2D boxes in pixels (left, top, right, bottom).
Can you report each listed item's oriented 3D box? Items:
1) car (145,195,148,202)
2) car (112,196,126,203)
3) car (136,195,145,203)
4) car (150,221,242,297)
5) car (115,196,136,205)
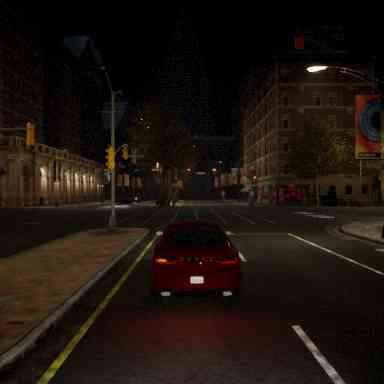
[{"bbox_3d":[-11.765,1.478,79.260,1.882,1.535,5.008,0,0,0],"label":"car"},{"bbox_3d":[-14.979,1.595,68.835,1.895,1.301,4.718,0,0,0],"label":"car"},{"bbox_3d":[-11.730,1.540,68.781,2.033,1.411,5.357,0,0,0],"label":"car"},{"bbox_3d":[0.054,1.478,8.634,1.882,1.535,5.008,0,0,-1],"label":"car"},{"bbox_3d":[-11.753,1.601,58.707,1.895,1.301,4.718,0,0,0],"label":"car"}]
